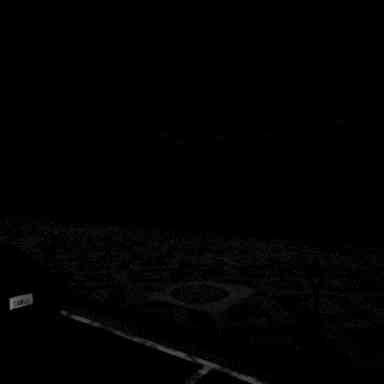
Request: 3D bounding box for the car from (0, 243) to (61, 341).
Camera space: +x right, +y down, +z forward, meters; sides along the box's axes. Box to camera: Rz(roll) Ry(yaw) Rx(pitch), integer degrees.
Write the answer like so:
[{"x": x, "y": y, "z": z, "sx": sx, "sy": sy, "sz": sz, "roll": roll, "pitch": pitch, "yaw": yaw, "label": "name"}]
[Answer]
[{"x": -4.084, "y": 1.570, "z": 5.874, "sx": 4.313, "sy": 1.339, "sz": 1.947, "roll": 0, "pitch": 0, "yaw": 35, "label": "car"}]
